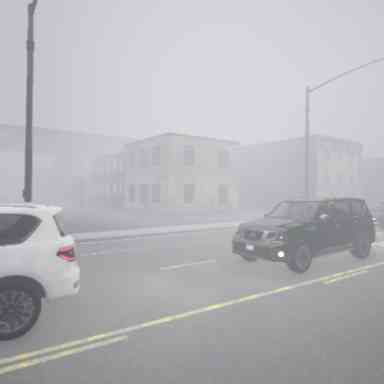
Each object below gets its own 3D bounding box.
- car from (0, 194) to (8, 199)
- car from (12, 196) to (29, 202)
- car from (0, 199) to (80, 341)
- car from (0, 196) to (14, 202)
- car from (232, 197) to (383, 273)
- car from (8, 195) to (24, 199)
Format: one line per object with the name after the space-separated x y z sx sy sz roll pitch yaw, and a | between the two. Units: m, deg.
-42.363 1.684 74.759 4.974 1.542 2.038 0 0 25 | car
-38.636 1.572 74.886 1.853 1.218 4.536 1 0 -5 | car
-4.596 1.223 5.004 5.566 2.045 2.150 0 0 -35 | car
-42.408 1.526 74.782 4.536 1.218 1.853 0 0 25 | car
3.902 1.217 11.058 5.566 2.045 2.150 0 0 -35 | car
-38.633 1.729 74.833 2.038 1.542 4.974 1 0 -5 | car
